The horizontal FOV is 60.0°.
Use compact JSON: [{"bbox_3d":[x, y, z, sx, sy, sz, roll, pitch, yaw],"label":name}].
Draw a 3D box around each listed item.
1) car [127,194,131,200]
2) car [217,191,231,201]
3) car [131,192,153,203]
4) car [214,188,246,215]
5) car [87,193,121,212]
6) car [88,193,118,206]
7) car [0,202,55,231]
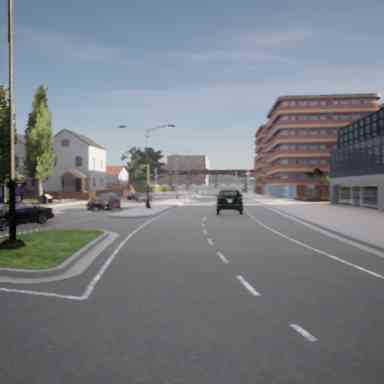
[{"bbox_3d":[-9.749,0.756,56.963,1.895,1.301,4.718,0,1,5],"label":"car"},{"bbox_3d":[5.232,0.656,54.734,2.128,1.511,4.902,0,1,5],"label":"car"},{"bbox_3d":[-6.961,0.765,48.841,2.128,1.511,4.902,0,1,5],"label":"car"},{"bbox_3d":[3.134,0.783,28.584,2.150,2.045,5.566,0,1,4],"label":"car"},{"bbox_3d":[-8.351,0.882,31.843,2.097,1.767,4.553,0,1,5],"label":"car"},{"bbox_3d":[-11.039,0.934,41.718,2.033,1.411,5.357,0,1,5],"label":"car"},{"bbox_3d":[-10.083,1.278,18.775,2.033,1.411,5.357,0,1,14],"label":"car"}]
